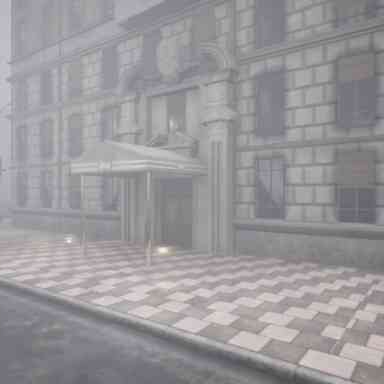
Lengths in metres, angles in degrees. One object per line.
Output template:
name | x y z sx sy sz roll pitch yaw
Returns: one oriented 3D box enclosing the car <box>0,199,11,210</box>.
car | -24.157 1.526 40.180 1.812 1.442 4.674 0 0 36
